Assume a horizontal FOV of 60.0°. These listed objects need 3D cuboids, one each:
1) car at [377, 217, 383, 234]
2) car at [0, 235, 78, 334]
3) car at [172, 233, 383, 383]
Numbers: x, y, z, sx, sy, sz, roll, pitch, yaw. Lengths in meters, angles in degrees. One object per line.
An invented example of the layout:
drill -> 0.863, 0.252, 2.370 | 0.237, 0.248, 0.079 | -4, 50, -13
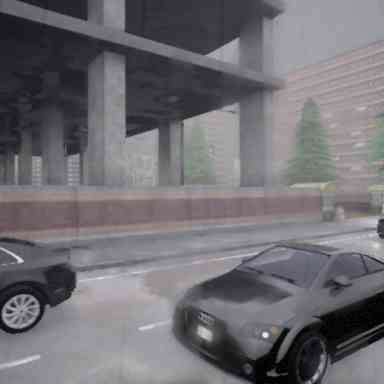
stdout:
car -> 10.783, 1.407, 15.893 | 5.008, 1.535, 1.882 | 0, 0, -35
car -> -4.350, 1.501, 5.177 | 4.892, 1.490, 1.837 | -2, 1, -35
car -> 1.779, 1.546, 5.248 | 4.181, 1.385, 1.994 | 0, 0, -35
